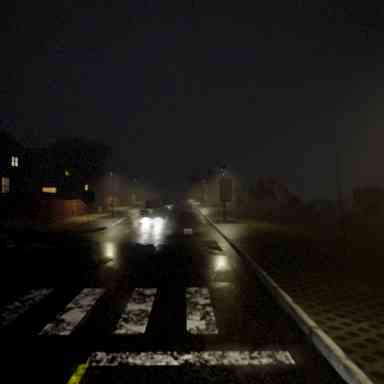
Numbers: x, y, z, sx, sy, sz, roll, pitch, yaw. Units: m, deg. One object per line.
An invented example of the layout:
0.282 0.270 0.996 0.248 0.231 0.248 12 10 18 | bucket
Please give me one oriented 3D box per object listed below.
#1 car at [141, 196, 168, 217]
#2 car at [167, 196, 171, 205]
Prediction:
-3.613 1.453 30.949 2.128 1.511 4.902 0 0 -2 | car
-4.522 1.366 55.427 1.882 1.535 5.008 0 0 -2 | car
